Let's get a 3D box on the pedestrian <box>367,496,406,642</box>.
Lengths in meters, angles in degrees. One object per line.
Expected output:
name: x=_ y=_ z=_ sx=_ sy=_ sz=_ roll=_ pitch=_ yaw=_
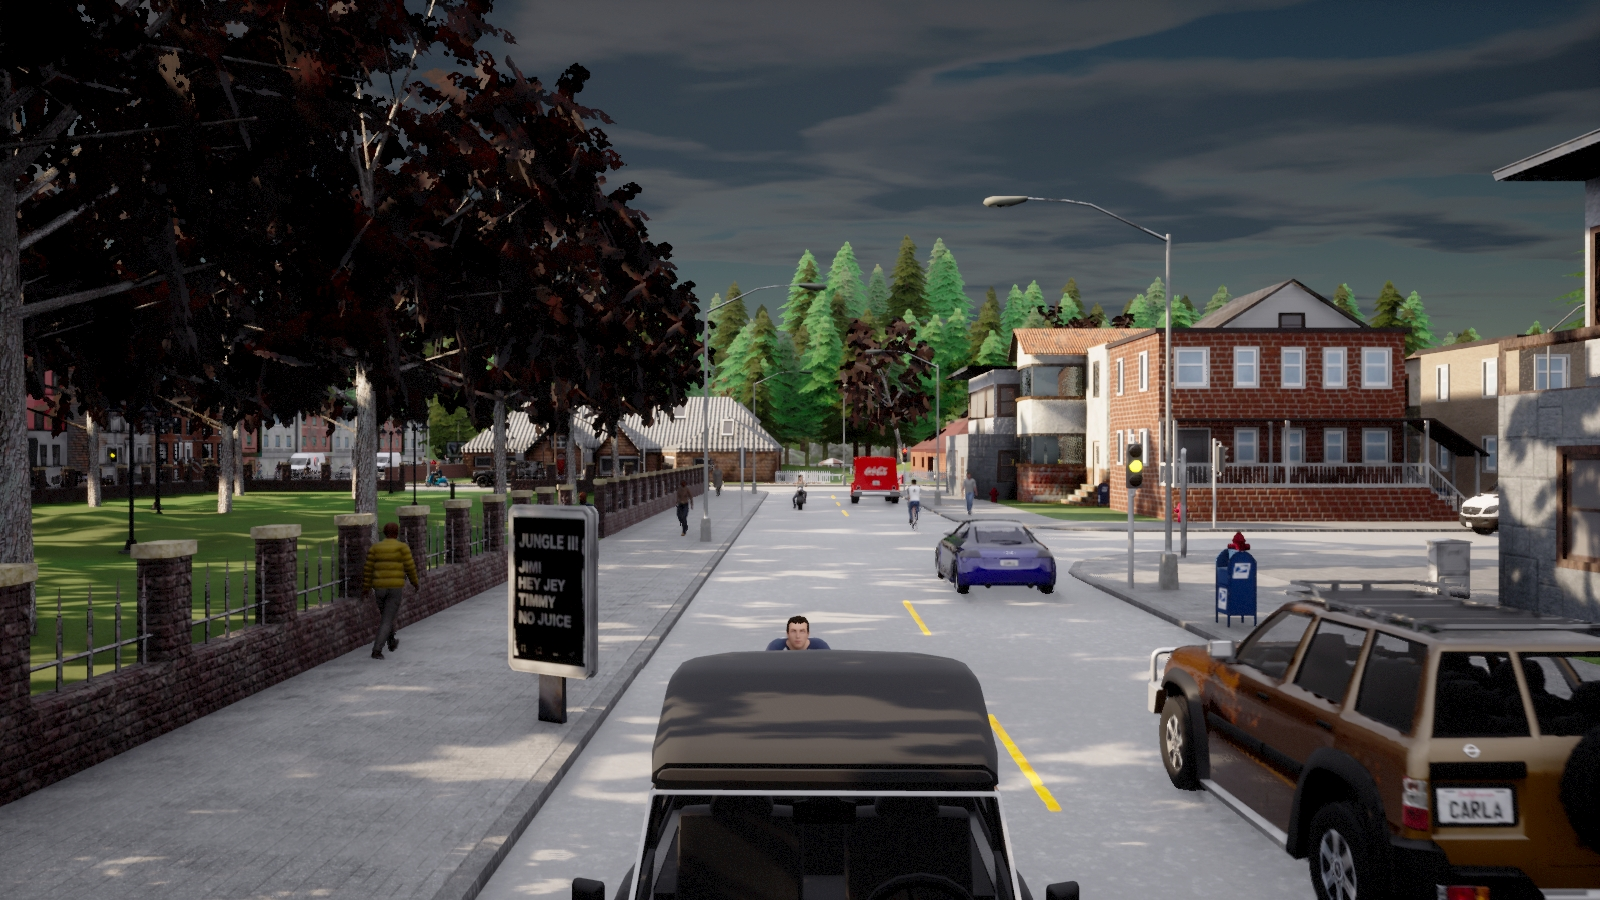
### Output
pedestrian: x=-5.364 y=1.531 z=14.830 sx=0.375 sy=1.860 sz=0.375 roll=0 pitch=0 yaw=0

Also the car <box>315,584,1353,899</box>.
car: x=0.090 y=1.640 z=4.031 sx=1.905 sy=1.878 sz=3.866 roll=0 pitch=0 yaw=1

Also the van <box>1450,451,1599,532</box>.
van: x=24.712 y=1.329 z=37.232 sx=5.915 sy=2.561 sz=1.988 roll=0 pitch=0 yaw=0

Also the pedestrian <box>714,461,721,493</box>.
pedestrian: x=-4.794 y=1.552 z=66.422 sx=0.375 sy=1.860 sz=0.375 roll=0 pitch=0 yaw=-5

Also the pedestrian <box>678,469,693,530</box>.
pedestrian: x=-3.586 y=1.540 z=35.698 sx=0.375 sy=1.860 sz=0.375 roll=0 pitch=0 yaw=13

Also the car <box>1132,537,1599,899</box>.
car: x=3.944 y=1.641 z=7.928 sx=1.932 sy=1.855 sz=4.605 roll=0 pitch=-2 yaw=0

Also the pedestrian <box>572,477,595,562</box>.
pedestrian: x=-4.804 y=1.535 z=25.311 sx=0.375 sy=1.860 sz=0.375 roll=0 pitch=0 yaw=15

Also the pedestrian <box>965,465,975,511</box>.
pedestrian: x=6.891 y=1.534 z=46.379 sx=0.375 sy=1.860 sz=0.375 roll=0 pitch=0 yaw=15

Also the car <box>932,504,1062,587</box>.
car: x=4.001 y=1.908 z=23.842 sx=1.994 sy=1.385 sz=4.181 roll=0 pitch=0 yaw=0

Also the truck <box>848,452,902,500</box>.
truck: x=3.969 y=1.372 z=61.570 sx=2.627 sy=2.467 sz=5.204 roll=0 pitch=0 yaw=1
